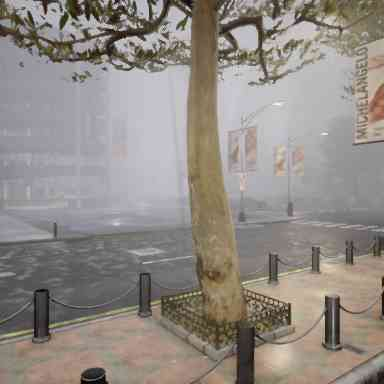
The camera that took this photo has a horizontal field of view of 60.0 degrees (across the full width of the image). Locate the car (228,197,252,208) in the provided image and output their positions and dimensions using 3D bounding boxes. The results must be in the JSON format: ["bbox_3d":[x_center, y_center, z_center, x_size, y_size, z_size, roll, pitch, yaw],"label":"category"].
[{"bbox_3d":[5.626,1.547,48.119,2.033,1.411,5.357,0,0,-36],"label":"car"}]

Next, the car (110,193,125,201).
[{"bbox_3d":[-18.867,1.545,77.822,4.718,1.301,1.895,0,0,11],"label":"car"}]

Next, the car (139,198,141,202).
[{"bbox_3d":[-9.589,1.524,74.201,4.674,1.442,1.812,0,0,26],"label":"car"}]

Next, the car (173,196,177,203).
[{"bbox_3d":[-3.275,1.491,64.969,4.902,1.511,2.128,0,0,44],"label":"car"}]

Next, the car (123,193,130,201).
[{"bbox_3d":[-17.935,1.165,81.196,5.566,2.045,2.150,0,0,11],"label":"car"}]

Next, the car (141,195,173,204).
[{"bbox_3d":[-6.685,1.547,63.376,5.357,1.411,2.033,0,0,41],"label":"car"}]

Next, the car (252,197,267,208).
[{"bbox_3d":[8.932,1.477,49.510,1.882,1.535,5.008,0,0,-37],"label":"car"}]

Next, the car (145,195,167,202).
[{"bbox_3d":[-8.377,1.525,77.501,4.902,1.511,2.128,0,0,26],"label":"car"}]

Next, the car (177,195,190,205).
[{"bbox_3d":[0.140,1.352,55.523,2.097,1.767,4.553,0,0,-38],"label":"car"}]

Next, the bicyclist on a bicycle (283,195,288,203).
[{"bbox_3d":[17.527,1.300,62.337,1.656,1.620,0.582,0,0,-36],"label":"bicyclist on a bicycle"}]
